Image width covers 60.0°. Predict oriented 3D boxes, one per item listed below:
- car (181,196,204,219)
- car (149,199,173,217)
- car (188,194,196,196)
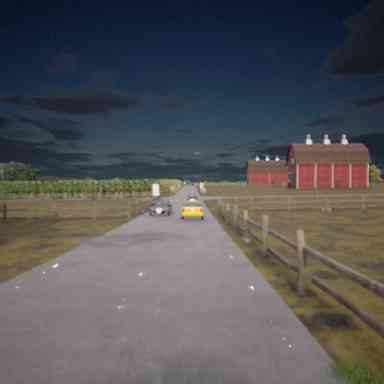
[{"bbox_3d":[0.049,1.374,27.845,1.801,1.575,5.366,0,0,1],"label":"car"},{"bbox_3d":[-2.752,1.388,30.342,2.128,1.511,4.902,0,0,0],"label":"car"},{"bbox_3d":[0.010,0.994,55.256,2.033,1.411,5.357,0,2,0],"label":"car"}]
